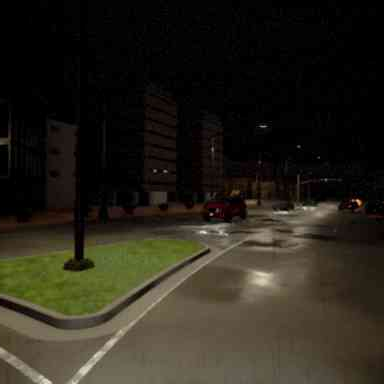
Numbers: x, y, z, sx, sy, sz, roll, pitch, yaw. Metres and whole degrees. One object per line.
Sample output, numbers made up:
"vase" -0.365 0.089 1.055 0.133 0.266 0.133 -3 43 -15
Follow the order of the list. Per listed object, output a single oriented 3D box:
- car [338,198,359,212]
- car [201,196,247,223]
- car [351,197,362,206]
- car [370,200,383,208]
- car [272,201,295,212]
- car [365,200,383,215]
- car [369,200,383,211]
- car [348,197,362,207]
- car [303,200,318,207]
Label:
"car" 21.673 1.950 46.558 2.033 1.411 5.357 0 0 31
"car" 2.841 1.374 27.937 2.150 2.045 5.566 0 0 30
"car" 26.034 1.967 54.251 2.128 1.511 4.902 0 0 30
"car" 33.809 2.127 60.815 1.994 1.385 4.181 0 0 30
"car" 12.308 1.859 44.493 2.033 1.411 5.357 0 0 30
"car" 21.244 1.840 38.592 1.882 1.535 5.008 0 0 29
"car" 27.960 1.953 50.366 1.882 1.535 5.008 0 0 30
"car" 30.553 1.754 62.167 2.097 1.767 4.553 0 0 30
"car" 21.594 2.074 60.595 1.994 1.385 4.181 0 0 30
